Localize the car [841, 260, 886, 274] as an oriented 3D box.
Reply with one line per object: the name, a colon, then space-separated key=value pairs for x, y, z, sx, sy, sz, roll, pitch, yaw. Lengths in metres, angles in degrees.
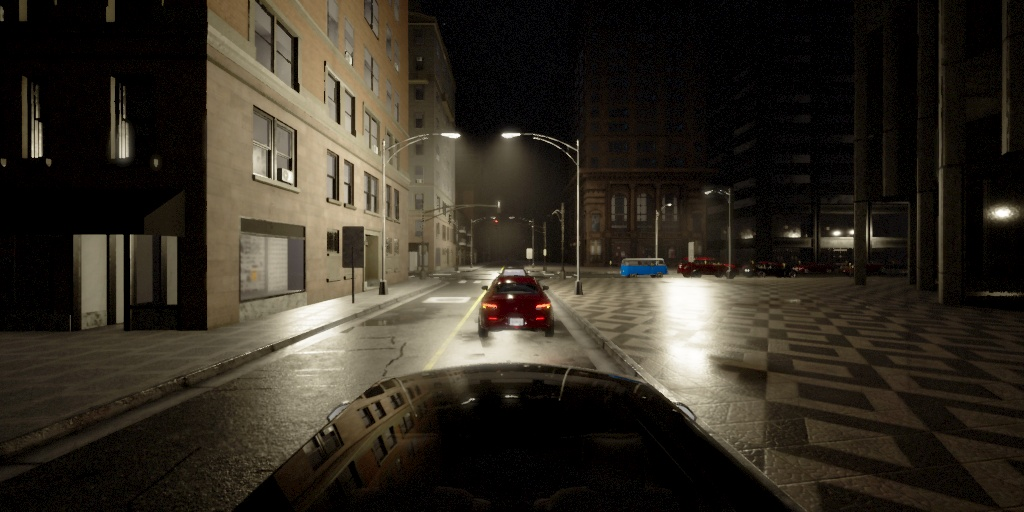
car: x=39.848 y=1.185 z=40.851 sx=4.097 sy=1.591 sz=1.967 roll=0 pitch=0 yaw=-1

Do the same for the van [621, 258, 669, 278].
van: x=11.749 y=1.105 z=31.916 sx=3.998 sy=1.789 sz=1.690 roll=0 pitch=0 yaw=-1

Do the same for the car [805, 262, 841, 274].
car: x=34.209 y=1.331 z=40.769 sx=4.207 sy=1.307 sz=1.802 roll=0 pitch=0 yaw=-1

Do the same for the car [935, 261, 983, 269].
car: x=39.947 y=1.190 z=32.326 sx=4.097 sy=1.591 sz=1.967 roll=0 pitch=0 yaw=-1

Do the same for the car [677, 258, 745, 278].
car: x=17.390 y=1.078 z=31.998 sx=5.009 sy=1.841 sz=2.192 roll=0 pitch=0 yaw=-1

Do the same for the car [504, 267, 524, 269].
car: x=0.114 y=1.303 z=19.977 sx=1.994 sy=1.385 sz=4.181 roll=0 pitch=0 yaw=0

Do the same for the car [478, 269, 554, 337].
car: x=0.097 y=1.271 z=10.105 sx=1.812 sy=1.442 sz=4.674 roll=0 pitch=0 yaw=0

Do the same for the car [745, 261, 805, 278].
car: x=23.030 y=1.326 z=32.080 sx=4.313 sy=1.339 sz=1.948 roll=0 pitch=0 yaw=-1
